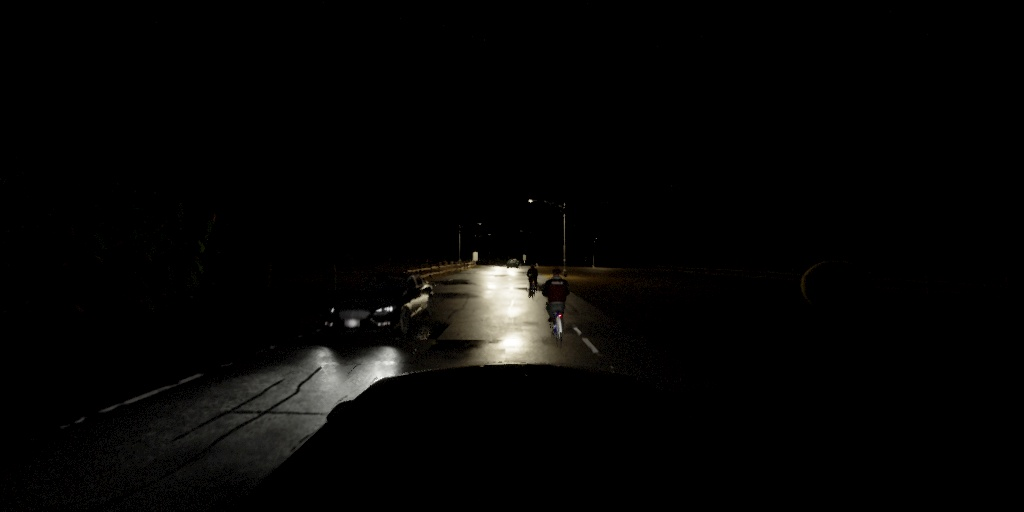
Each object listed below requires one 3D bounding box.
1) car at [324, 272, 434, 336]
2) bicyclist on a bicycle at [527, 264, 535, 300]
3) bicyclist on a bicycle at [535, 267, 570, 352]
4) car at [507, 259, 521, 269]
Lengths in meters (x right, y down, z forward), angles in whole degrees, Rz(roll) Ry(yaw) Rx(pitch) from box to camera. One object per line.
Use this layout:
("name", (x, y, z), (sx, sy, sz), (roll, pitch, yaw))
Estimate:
("car", (-3.594, 1.248, 10.514), (2.128, 1.511, 4.902), (0, 0, 0))
("bicyclist on a bicycle", (0.972, 1.217, 16.783), (0.582, 1.620, 1.656), (0, 0, 0))
("bicyclist on a bicycle", (0.968, 1.125, 8.038), (0.659, 1.776, 1.843), (0, 0, 0))
("car", (0.125, 1.547, 63.988), (1.994, 1.385, 4.181), (0, -1, 0))
